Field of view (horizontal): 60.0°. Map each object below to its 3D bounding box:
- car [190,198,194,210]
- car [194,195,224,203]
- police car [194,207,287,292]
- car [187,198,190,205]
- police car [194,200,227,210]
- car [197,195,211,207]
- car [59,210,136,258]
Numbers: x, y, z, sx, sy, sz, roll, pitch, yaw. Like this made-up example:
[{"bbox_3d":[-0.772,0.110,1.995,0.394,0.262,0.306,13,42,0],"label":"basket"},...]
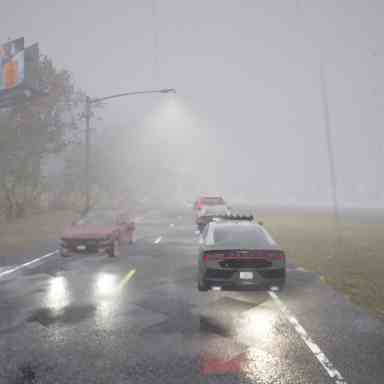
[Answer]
[{"bbox_3d":[1.331,1.598,46.089,2.097,1.767,4.553,0,-1,4],"label":"car"},{"bbox_3d":[1.436,1.304,24.978,2.150,2.045,5.566,0,0,2],"label":"car"},{"bbox_3d":[1.097,1.438,9.113,1.930,1.638,5.238,0,0,1],"label":"police car"},{"bbox_3d":[-0.005,2.017,74.468,2.128,1.511,4.902,0,-1,5],"label":"car"},{"bbox_3d":[1.272,1.473,19.079,1.930,1.638,5.238,0,0,1],"label":"police car"},{"bbox_3d":[2.226,1.597,60.092,2.150,2.045,5.566,0,-1,4],"label":"car"},{"bbox_3d":[-3.488,1.503,13.091,1.882,1.535,5.008,0,0,1],"label":"car"}]
